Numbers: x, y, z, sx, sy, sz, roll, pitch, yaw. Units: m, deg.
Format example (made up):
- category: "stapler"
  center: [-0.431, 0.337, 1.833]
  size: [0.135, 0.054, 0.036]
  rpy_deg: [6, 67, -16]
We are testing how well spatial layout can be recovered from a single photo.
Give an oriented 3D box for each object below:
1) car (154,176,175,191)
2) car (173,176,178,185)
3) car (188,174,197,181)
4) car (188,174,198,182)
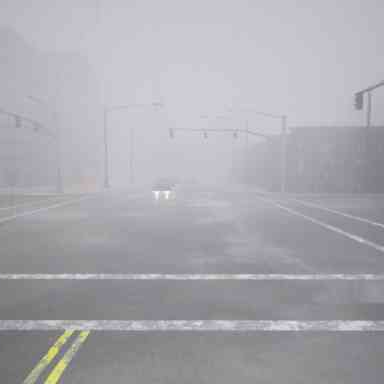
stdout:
- category: "car"
  center: [-3.554, -0.928, 41.342]
  size: [1.994, 1.385, 4.181]
  rpy_deg: [0, 4, 0]
- category: "car"
  center: [-3.540, -1.648, 51.249]
  size: [1.837, 1.490, 4.892]
  rpy_deg: [0, 4, 0]
- category: "car"
  center: [0.085, -3.542, 79.953]
  size: [2.128, 1.511, 4.902]
  rpy_deg: [0, 4, 0]
- category: "car"
  center: [0.186, -2.695, 67.270]
  size: [1.812, 1.442, 4.674]
  rpy_deg: [0, 3, 1]
